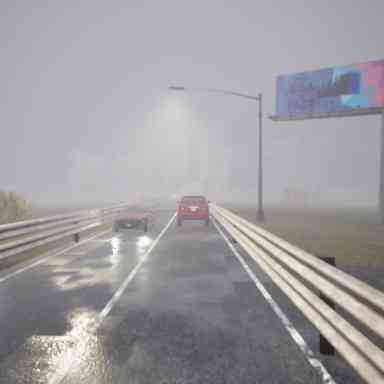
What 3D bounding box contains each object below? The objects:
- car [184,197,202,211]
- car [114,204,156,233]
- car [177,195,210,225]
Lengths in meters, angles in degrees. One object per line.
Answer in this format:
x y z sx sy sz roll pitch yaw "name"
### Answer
0.097 1.474 42.488 2.128 1.511 4.902 0 0 0 "car"
-3.319 1.469 19.989 1.882 1.535 5.008 0 0 0 "car"
0.113 1.211 23.887 2.150 2.045 5.566 0 0 0 "car"
